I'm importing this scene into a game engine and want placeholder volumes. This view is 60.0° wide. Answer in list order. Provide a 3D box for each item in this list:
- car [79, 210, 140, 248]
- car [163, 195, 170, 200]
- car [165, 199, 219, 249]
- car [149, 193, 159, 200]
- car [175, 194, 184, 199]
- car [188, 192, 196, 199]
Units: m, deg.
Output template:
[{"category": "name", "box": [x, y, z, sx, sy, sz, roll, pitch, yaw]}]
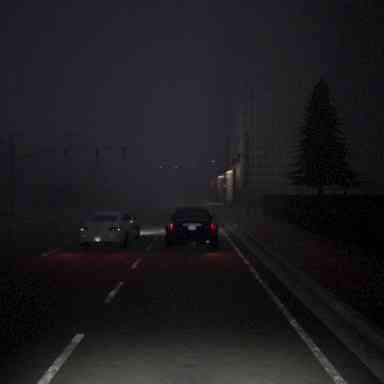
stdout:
[{"category": "car", "box": [-3.500, 1.531, 14.650, 1.812, 1.442, 4.674, 0, 0, 0]}, {"category": "car", "box": [-7.000, 1.517, 92.105, 1.812, 1.442, 4.674, 0, 0, 0]}, {"category": "car", "box": [0.000, 1.364, 14.620, 2.097, 1.767, 4.553, 0, 0, 0]}, {"category": "car", "box": [-10.500, 1.218, 92.075, 2.150, 2.045, 5.566, 0, 0, 0]}, {"category": "car", "box": [-3.500, 1.361, 87.712, 1.882, 1.535, 5.008, 0, 0, 0]}, {"category": "car", "box": [0.000, 1.423, 87.712, 2.033, 1.411, 5.357, 0, 0, 0]}]
